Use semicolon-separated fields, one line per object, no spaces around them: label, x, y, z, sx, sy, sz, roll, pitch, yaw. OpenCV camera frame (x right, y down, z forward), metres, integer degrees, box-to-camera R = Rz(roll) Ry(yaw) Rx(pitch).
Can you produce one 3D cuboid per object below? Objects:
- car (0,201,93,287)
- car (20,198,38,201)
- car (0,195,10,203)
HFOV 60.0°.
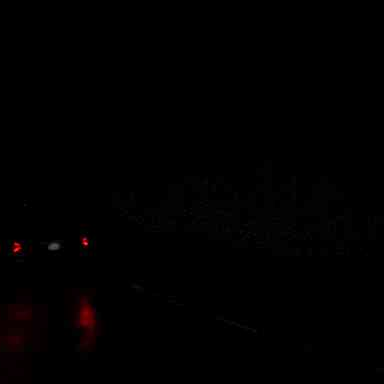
car;-4.608;1.316;9.568;2.097;1.767;4.553;1;0;-39
car;-18.871;1.404;38.364;1.994;1.385;4.181;1;0;-16
car;-33.920;1.283;58.651;1.895;1.301;4.718;1;0;-11
